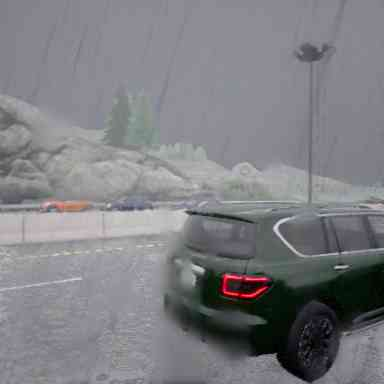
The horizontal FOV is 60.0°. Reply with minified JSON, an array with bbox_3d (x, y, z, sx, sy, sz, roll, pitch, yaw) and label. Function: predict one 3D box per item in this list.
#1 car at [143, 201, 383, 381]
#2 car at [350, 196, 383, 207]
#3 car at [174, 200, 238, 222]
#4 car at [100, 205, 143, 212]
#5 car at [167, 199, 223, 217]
[{"bbox_3d":[2.217,1.201,5.637,5.566,2.045,2.150,0,0,-32],"label":"car"},{"bbox_3d":[26.032,1.389,49.062,4.902,1.511,2.128,0,0,-21],"label":"car"},{"bbox_3d":[1.121,1.377,25.419,4.674,1.442,1.812,0,0,-30],"label":"car"},{"bbox_3d":[-5.711,1.128,29.438,4.553,1.767,2.097,0,0,-32],"label":"car"},{"bbox_3d":[0.300,1.349,28.989,4.674,1.442,1.812,0,0,-30],"label":"car"}]
